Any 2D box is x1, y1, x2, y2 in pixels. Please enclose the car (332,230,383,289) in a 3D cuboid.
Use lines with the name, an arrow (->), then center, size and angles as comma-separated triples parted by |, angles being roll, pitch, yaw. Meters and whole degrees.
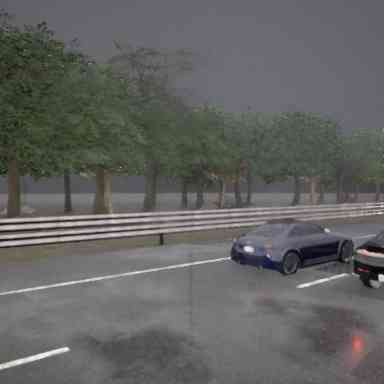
car -> 5.745, 1.468, 7.845 | 4.902, 1.511, 2.128 | 0, 0, -36

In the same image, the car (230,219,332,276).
car -> 3.200, 1.542, 10.329 | 4.181, 1.385, 1.994 | 0, 0, -36
